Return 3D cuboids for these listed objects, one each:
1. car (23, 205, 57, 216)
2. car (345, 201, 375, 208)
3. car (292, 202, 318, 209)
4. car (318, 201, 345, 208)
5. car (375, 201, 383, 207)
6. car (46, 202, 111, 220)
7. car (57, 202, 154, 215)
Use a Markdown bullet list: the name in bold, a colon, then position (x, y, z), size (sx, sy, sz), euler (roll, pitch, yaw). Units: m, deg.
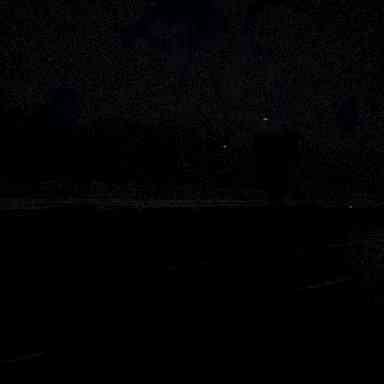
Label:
- **car**: position (-9.124, 1.476, 23.197), size (4.718, 1.301, 1.895), euler (1, 0, -35)
- **car**: position (20.704, 1.815, 39.498), size (4.553, 1.767, 2.097), euler (2, 0, -34)
- **car**: position (15.572, 1.977, 44.461), size (4.718, 1.301, 1.895), euler (2, 0, -34)
- **car**: position (18.842, 1.932, 42.462), size (4.902, 1.511, 2.128), euler (2, -1, -34)
- **car**: position (22.534, 1.991, 36.514), size (4.892, 1.490, 1.837), euler (2, -1, -34)
- **car**: position (-9.276, 1.475, 27.341), size (4.718, 1.301, 1.895), euler (1, 0, -35)
- **car**: position (-4.338, 1.434, 17.992), size (4.902, 1.511, 2.128), euler (1, 0, -35)
